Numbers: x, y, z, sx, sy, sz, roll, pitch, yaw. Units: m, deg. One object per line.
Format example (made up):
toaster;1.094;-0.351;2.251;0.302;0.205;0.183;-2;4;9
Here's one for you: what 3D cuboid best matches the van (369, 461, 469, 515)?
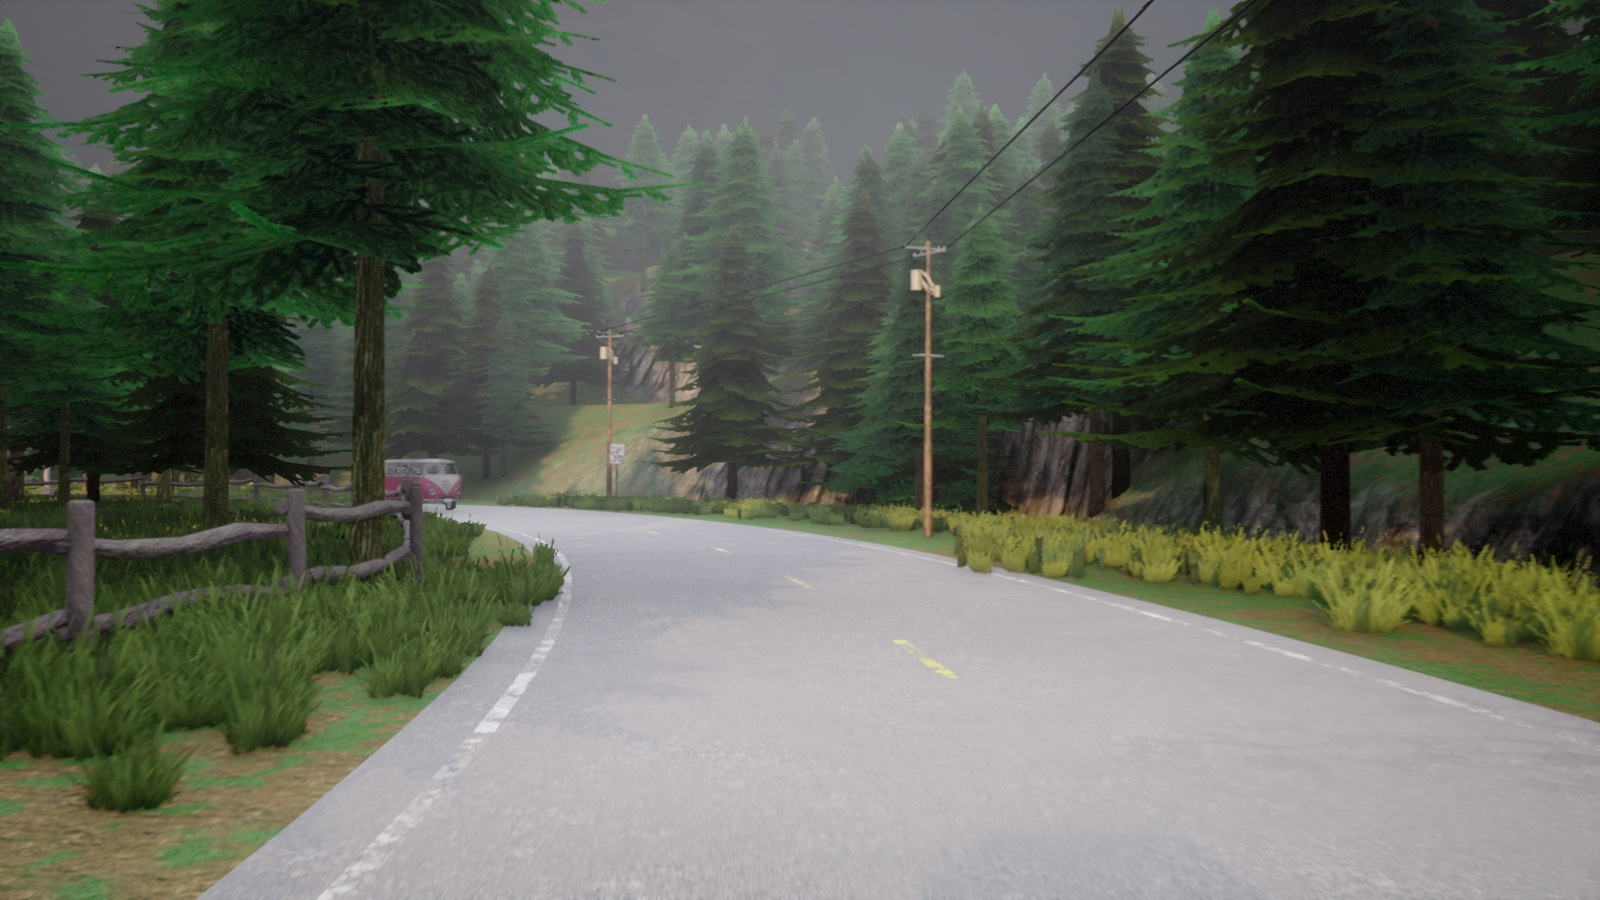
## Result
van;-14.705;1.444;48.347;1.775;1.987;4.442;1;-2;-45
